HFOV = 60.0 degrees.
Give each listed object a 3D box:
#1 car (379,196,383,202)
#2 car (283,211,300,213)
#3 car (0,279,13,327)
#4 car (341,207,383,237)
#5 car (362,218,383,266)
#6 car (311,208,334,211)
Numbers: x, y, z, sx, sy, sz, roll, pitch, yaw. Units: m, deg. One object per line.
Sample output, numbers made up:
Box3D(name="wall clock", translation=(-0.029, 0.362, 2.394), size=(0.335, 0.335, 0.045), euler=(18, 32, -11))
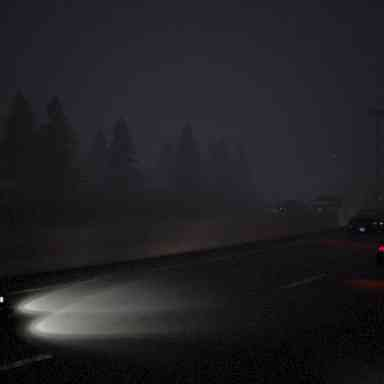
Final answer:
Box3D(name="car", translation=(45.932, 1.562, 77.194), size=(1.801, 1.575, 5.366), euler=(0, 0, 6))
Box3D(name="car", translation=(10.661, 1.566, 35.141), size=(1.837, 1.490, 4.892), euler=(0, 0, 35))
Box3D(name="car", translation=(-5.402, 1.564, 4.268), size=(5.357, 1.411, 2.033), euler=(0, 0, -35))
Box3D(name="car", translation=(9.526, 1.551, 17.131), size=(1.812, 1.442, 4.674), euler=(0, 0, 44))
Box3D(name="car", translation=(7.319, 1.560, 10.021), size=(5.357, 1.411, 2.033), euler=(0, 0, -42))
Box3D(name="car", translation=(13.382, 1.275, 32.888), size=(2.150, 2.045, 5.566), euler=(0, 0, 36))
